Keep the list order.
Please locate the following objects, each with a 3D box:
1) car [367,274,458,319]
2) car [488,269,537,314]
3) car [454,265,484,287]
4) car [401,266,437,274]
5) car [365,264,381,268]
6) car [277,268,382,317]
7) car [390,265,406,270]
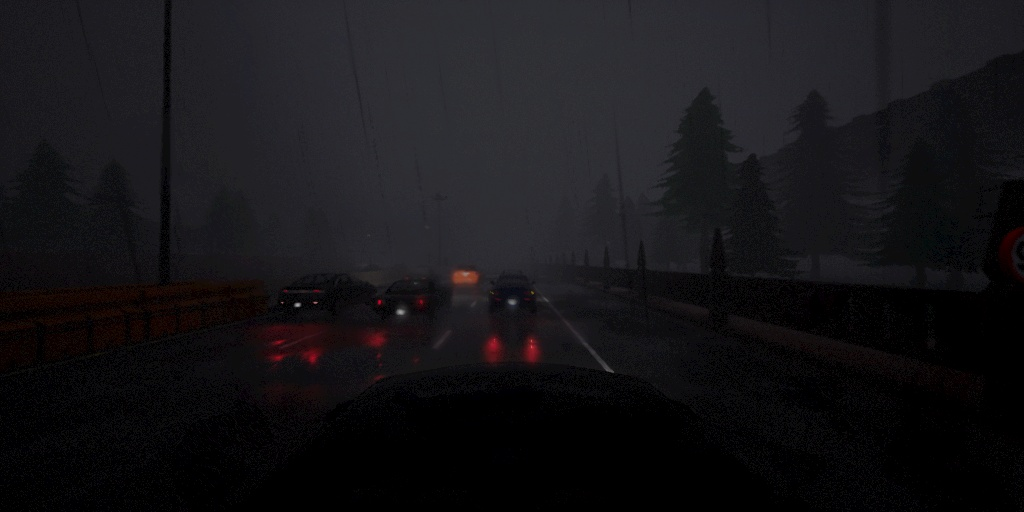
[{"bbox_3d":[-3.465,1.515,13.490,1.895,1.301,4.718,0,-1,1],"label":"car"},{"bbox_3d":[0.049,1.457,14.789,1.812,1.442,4.674,0,-1,1],"label":"car"},{"bbox_3d":[-3.457,1.482,29.014,2.097,1.767,4.553,0,-1,1],"label":"car"},{"bbox_3d":[-6.965,1.724,28.490,1.895,1.301,4.718,0,-1,1],"label":"car"},{"bbox_3d":[-21.307,2.015,54.803,1.812,1.442,4.674,0,-1,-3],"label":"car"},{"bbox_3d":[-6.958,1.415,14.104,2.128,1.511,4.902,0,-1,1],"label":"car"},{"bbox_3d":[-17.807,2.064,56.778,2.033,1.411,5.357,0,-1,-3],"label":"car"}]
